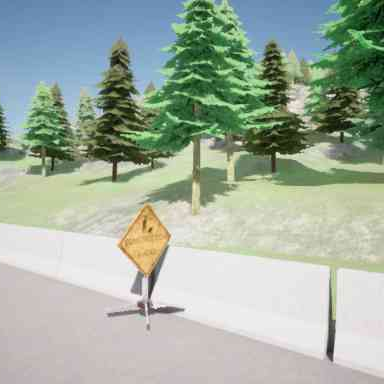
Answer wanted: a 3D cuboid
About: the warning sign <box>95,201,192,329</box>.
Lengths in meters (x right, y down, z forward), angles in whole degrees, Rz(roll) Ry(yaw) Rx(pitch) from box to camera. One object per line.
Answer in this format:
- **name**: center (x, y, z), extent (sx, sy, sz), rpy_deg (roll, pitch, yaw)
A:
- **warning sign**: center (-0.817, 1.115, 5.800), extent (1.060, 1.860, 1.300), rpy_deg (0, 0, 37)
